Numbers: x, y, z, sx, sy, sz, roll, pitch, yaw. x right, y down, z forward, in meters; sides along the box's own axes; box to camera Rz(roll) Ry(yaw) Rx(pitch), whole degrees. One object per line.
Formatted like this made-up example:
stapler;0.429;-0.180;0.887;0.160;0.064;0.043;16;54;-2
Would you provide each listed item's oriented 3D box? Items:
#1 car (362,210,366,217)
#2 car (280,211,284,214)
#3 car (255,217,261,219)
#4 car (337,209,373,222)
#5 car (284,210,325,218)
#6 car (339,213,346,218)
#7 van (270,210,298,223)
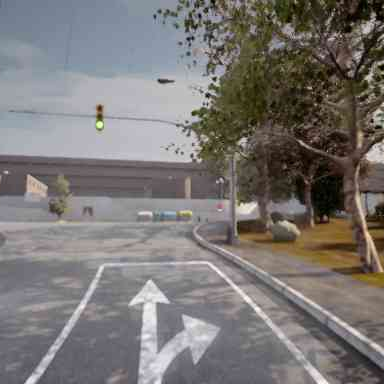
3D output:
car;29.998;3.937;54.144;4.181;1.385;1.994;1;-6;-14
car;17.094;4.055;53.964;4.892;1.490;1.837;1;-6;-14
car;13.377;4.518;57.952;1.946;1.575;5.366;4;-8;-34
car;30.585;4.502;62.567;2.435;2.045;5.566;3;-8;-34
car;17.199;3.716;50.919;4.902;1.511;2.128;1;-6;-14
car;24.832;4.675;61.039;2.231;1.521;4.892;3;-8;-34
van;16.225;4.337;58.770;1.878;1.987;4.442;4;-8;-34
